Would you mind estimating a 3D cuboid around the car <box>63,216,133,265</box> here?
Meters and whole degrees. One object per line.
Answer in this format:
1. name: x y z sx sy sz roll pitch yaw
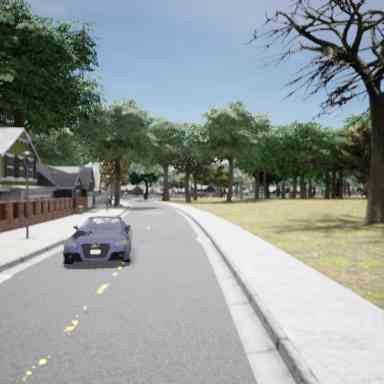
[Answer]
1. car: -3.091 1.555 11.634 1.994 1.385 4.181 0 0 -9
